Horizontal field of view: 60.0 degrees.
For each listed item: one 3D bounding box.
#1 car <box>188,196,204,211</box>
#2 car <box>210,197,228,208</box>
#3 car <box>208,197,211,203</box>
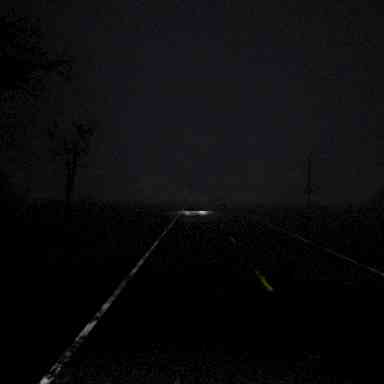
[{"bbox_3d":[0.470,1.573,41.556,1.812,1.442,4.674,1,0,1],"label":"car"},{"bbox_3d":[4.264,1.637,49.481,2.033,1.411,5.357,1,0,1],"label":"car"},{"bbox_3d":[4.470,1.660,71.546,1.994,1.385,4.181,1,0,1],"label":"car"}]
